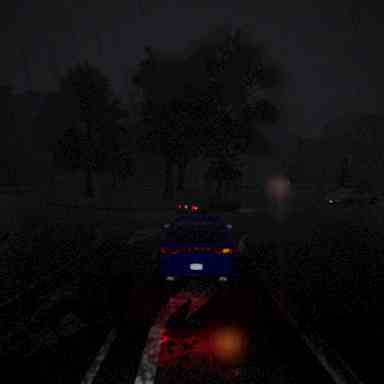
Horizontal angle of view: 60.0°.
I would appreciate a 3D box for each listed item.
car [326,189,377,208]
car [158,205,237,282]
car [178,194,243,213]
[{"bbox_3d":[13.226,0.445,27.652,4.674,1.442,1.812,-2,4,-26],"label":"car"},{"bbox_3d":[0.172,1.410,9.717,1.882,1.535,5.008,0,2,2],"label":"car"},{"bbox_3d":[1.311,0.853,22.620,2.033,1.411,5.357,4,6,42],"label":"car"}]
